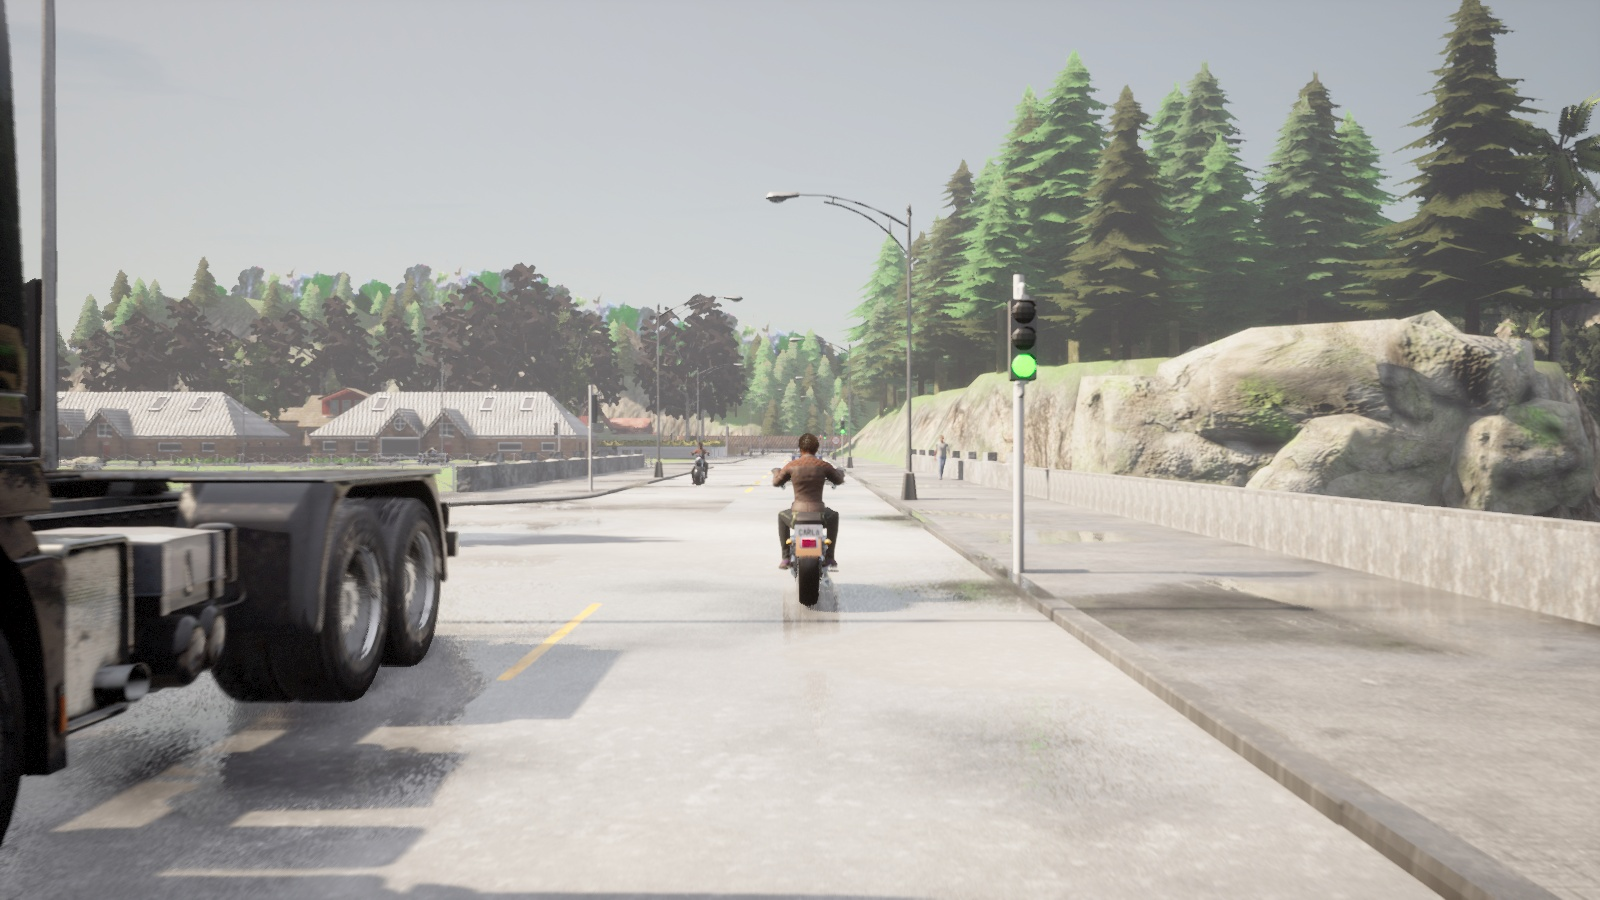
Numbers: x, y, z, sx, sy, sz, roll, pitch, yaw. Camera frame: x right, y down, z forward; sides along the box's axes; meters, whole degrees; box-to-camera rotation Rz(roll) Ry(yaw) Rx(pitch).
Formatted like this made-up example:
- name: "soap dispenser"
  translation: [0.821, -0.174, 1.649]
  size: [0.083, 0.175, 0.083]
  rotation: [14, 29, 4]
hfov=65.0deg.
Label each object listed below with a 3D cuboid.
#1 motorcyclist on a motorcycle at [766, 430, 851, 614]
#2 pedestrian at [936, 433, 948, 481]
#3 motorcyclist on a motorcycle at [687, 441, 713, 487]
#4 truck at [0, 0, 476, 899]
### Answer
- name: "motorcyclist on a motorcycle"
  translation: [0.085, 0.646, 12.455]
  size: [0.766, 1.649, 2.350]
  rotation: [0, 0, 0]
- name: "pedestrian"
  translation: [5.519, 0.261, 48.860]
  size: [0.354, 1.836, 0.706]
  rotation: [0, 0, -1]
- name: "motorcyclist on a motorcycle"
  translation: [-3.728, 0.502, 46.831]
  size: [0.766, 1.649, 2.350]
  rotation: [0, 0, 0]
- name: "truck"
  translation: [-3.915, -0.262, 5.724]
  size: [2.891, 3.462, 7.936]
  rotation: [0, 0, -1]
